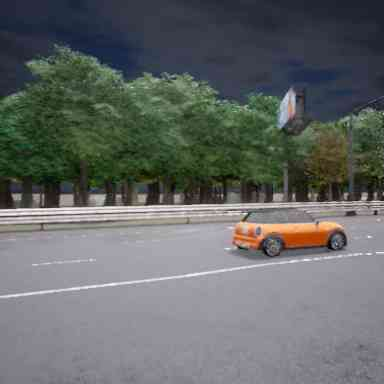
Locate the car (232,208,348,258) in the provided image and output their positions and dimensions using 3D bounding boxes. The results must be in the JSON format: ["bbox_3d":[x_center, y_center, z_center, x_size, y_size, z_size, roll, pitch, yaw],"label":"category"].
[{"bbox_3d":[3.936,1.457,13.276,4.553,1.767,2.097,0,-1,-23],"label":"car"}]
